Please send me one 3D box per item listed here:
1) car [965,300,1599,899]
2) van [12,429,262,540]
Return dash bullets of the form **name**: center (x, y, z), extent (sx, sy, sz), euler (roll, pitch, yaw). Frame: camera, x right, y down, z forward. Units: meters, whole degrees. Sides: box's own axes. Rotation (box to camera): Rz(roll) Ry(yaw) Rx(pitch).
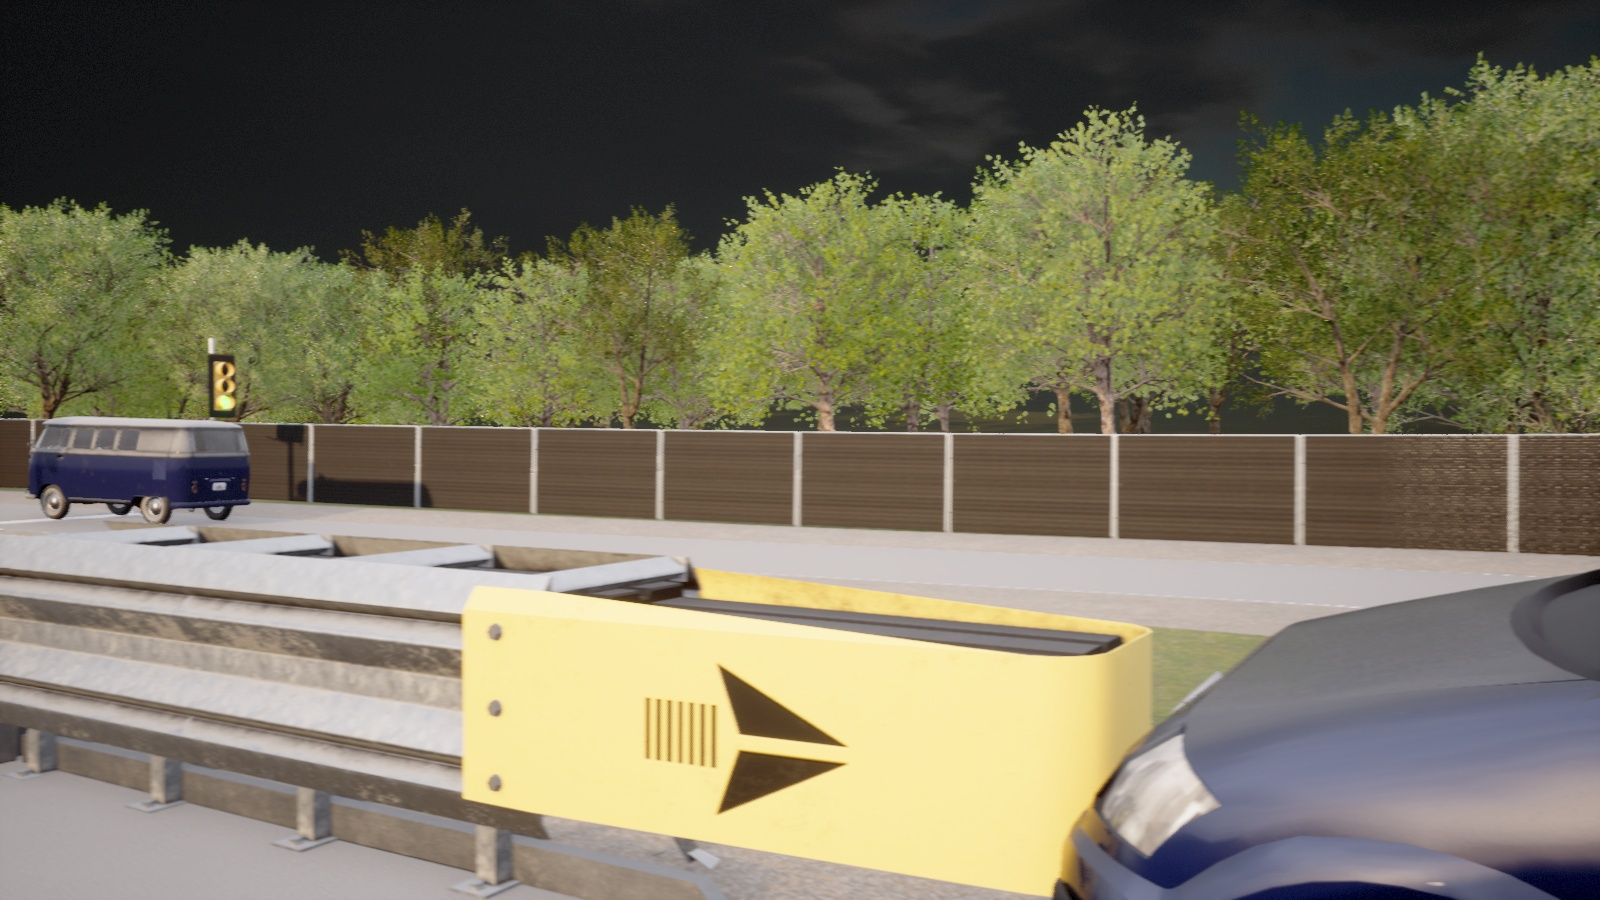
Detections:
- **car**: center (2.496, 0.550, 1.991), extent (3.988, 1.617, 1.851), euler (0, 3, 32)
- **van**: center (-12.832, 0.603, 24.321), extent (4.442, 1.987, 1.775), euler (1, 1, 20)
